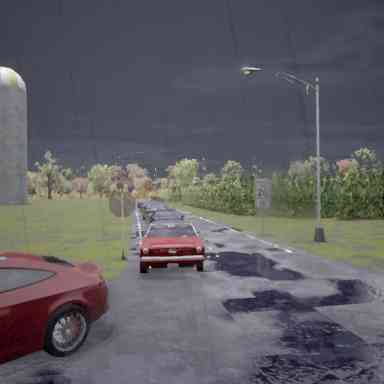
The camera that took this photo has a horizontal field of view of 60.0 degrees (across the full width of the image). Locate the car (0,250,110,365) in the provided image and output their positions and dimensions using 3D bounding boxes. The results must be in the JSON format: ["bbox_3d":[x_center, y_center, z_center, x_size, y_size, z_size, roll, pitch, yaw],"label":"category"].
[{"bbox_3d":[-3.188,1.543,4.127,1.812,1.442,4.674,0,-1,38],"label":"car"}]

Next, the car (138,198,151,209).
[{"bbox_3d":[-7.347,1.709,51.088,1.882,1.535,5.008,-1,0,-11],"label":"car"}]

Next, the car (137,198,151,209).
[{"bbox_3d":[-4.508,1.710,35.733,2.033,1.411,5.357,-1,0,-10],"label":"car"}]

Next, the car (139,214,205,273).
[{"bbox_3d":[-0.680,1.663,11.102,1.895,1.301,4.718,-1,0,-4],"label":"car"}]

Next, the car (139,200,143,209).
[{"bbox_3d":[-3.464,1.701,29.869,1.994,1.385,4.181,-1,0,-10],"label":"car"}]

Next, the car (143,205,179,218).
[{"bbox_3d":[-1.387,1.649,17.813,1.994,1.385,4.181,-1,0,-10],"label":"car"}]

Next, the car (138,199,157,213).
[{"bbox_3d":[-5.669,1.683,42.084,2.128,1.511,4.902,-1,0,-10],"label":"car"}]

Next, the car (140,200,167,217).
[{"bbox_3d":[-2.344,1.601,23.448,2.128,1.511,4.902,-1,0,-10],"label":"car"}]
